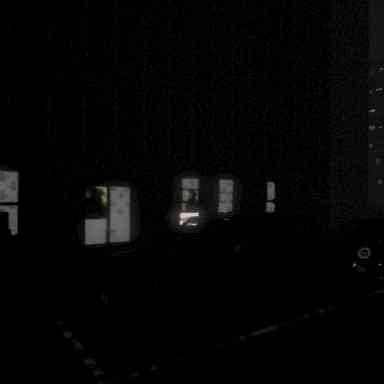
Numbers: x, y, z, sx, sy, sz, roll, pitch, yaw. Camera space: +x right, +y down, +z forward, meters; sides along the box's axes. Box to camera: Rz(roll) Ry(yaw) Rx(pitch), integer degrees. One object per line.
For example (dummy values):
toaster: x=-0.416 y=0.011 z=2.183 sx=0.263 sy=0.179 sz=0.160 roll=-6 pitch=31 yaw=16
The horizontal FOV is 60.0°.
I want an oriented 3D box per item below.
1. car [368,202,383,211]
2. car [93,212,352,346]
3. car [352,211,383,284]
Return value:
car: x=27.905 y=2.296 z=51.592 sx=1.967 sy=1.590 sz=4.097 roll=0 pitch=-1 yaw=-35
car: x=0.707 y=1.359 z=6.602 sx=5.009 sy=1.841 sz=2.192 roll=1 pitch=0 yaw=-35
car: x=5.223 y=1.539 z=9.821 sx=4.097 sy=1.590 sz=1.967 roll=1 pitch=0 yaw=-35
